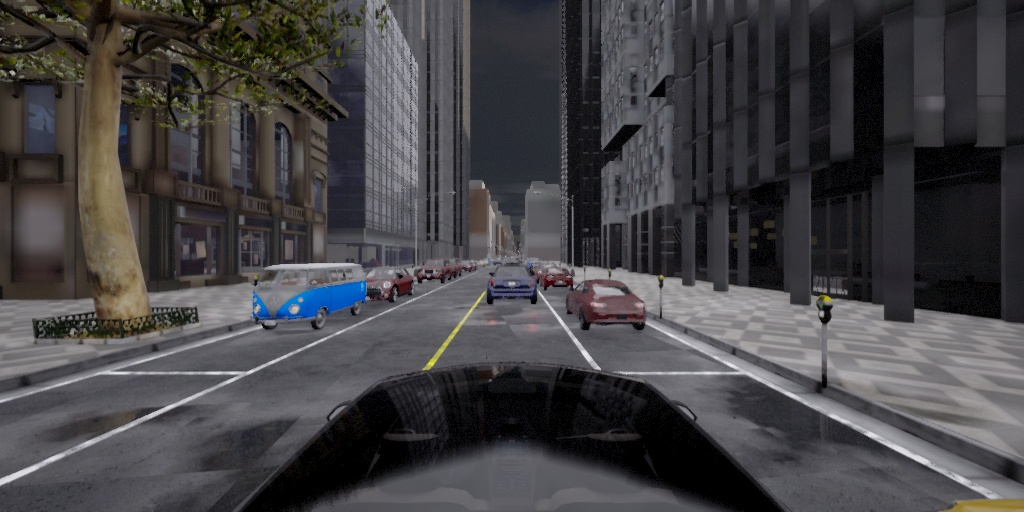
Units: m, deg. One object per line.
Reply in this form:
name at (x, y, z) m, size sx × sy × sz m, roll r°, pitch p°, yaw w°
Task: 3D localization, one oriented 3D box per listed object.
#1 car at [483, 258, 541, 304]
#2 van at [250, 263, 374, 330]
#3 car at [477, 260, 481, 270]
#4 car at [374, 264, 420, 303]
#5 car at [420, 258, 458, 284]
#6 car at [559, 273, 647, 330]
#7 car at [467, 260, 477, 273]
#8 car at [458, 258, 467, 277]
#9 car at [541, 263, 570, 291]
car at (0.000, 1.128, 16.471) m, size 2.097 × 1.767 × 4.553 m, roll 0°, pitch 0°, yaw 0°
van at (-5.858, 1.095, 10.780) m, size 1.690 × 1.789 × 3.998 m, roll 0°, pitch 0°, yaw 0°
car at (-5.858, 1.252, 50.255) m, size 1.967 × 1.591 × 4.097 m, roll 0°, pitch 0°, yaw 0°
car at (-5.858, 1.200, 16.420) m, size 1.967 × 1.591 × 4.097 m, roll 0°, pitch 0°, yaw 0°
car at (-5.858, 1.087, 27.699) m, size 2.192 × 1.841 × 5.009 m, roll 0°, pitch 0°, yaw 0°
car at (2.667, 1.336, 10.768) m, size 1.802 × 1.307 × 4.207 m, roll 0°, pitch 0°, yaw 0°
car at (-5.858, 1.238, 44.617) m, size 1.967 × 1.591 × 4.097 m, roll 0°, pitch 0°, yaw 0°
car at (-5.858, 1.094, 33.338) m, size 2.192 × 1.841 × 5.009 m, roll 0°, pitch 0°, yaw 0°
car at (2.667, 1.312, 22.046) m, size 1.888 × 1.381 × 4.507 m, roll 0°, pitch 0°, yaw 0°
